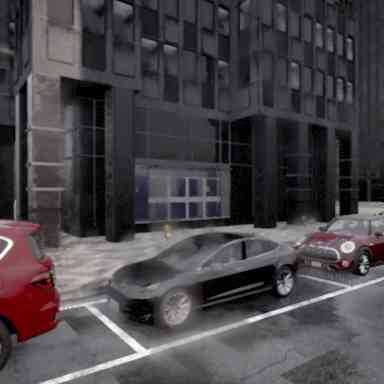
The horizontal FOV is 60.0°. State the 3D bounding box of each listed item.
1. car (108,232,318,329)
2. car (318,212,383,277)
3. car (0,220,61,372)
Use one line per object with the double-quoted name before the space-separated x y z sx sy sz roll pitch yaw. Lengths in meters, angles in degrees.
"car" 0.446 1.569 6.971 4.313 1.339 1.947 0 0 -36
"car" 5.006 1.448 10.225 4.097 1.590 1.967 0 0 -36
"car" -4.114 1.314 3.718 5.009 1.841 2.192 0 0 -36
